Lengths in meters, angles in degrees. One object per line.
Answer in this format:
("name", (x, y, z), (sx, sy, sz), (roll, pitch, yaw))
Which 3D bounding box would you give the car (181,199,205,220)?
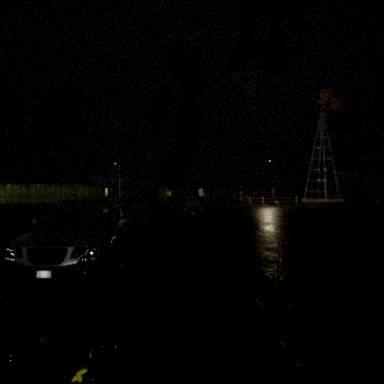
("car", (0.099, 1.502, 28.265), (1.882, 1.535, 5.008), (0, 0, 0))

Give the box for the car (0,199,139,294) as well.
("car", (-2.849, 1.232, 9.158), (2.150, 2.045, 5.566), (0, 0, 0))

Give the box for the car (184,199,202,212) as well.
("car", (0.097, 1.576, 40.206), (2.033, 1.411, 5.357), (0, 0, 0))
